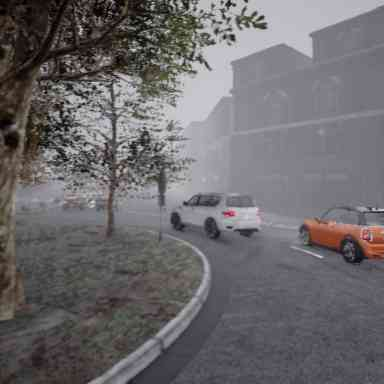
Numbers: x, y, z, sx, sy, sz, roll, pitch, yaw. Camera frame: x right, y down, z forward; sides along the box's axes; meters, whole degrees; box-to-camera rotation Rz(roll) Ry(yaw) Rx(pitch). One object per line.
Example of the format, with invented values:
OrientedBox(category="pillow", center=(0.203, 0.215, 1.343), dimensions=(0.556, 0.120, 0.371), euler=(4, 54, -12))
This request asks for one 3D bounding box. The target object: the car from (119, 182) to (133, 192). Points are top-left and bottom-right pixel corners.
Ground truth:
OrientedBox(category="car", center=(-10.987, -0.968, 56.292), dimensions=(1.882, 1.535, 5.008), euler=(1, 5, -7))

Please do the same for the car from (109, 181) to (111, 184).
OrientedBox(category="car", center=(-13.911, -0.946, 55.466), dimensions=(2.128, 1.511, 4.902), euler=(1, 5, -7))

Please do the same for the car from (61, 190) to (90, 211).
OrientedBox(category="car", center=(-11.173, 0.931, 31.886), dimensions=(1.812, 1.442, 4.674), euler=(0, 3, -12))

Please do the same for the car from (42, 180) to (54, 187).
OrientedBox(category="car", center=(-28.793, -1.720, 61.551), dimensions=(4.792, 1.488, 2.163), euler=(-2, 6, -29))

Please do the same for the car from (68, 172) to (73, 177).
OrientedBox(category="car", center=(-32.648, -3.426, 81.800), dimensions=(4.892, 1.521, 2.231), euler=(-2, 6, -32))

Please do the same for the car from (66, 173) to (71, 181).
OrientedBox(category="car", center=(-32.011, -3.190, 78.923), dimensions=(4.892, 1.521, 2.231), euler=(-2, 6, -32))

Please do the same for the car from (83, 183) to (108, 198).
OrientedBox(category="car", center=(-12.422, -0.078, 41.648), dimensions=(2.150, 2.045, 5.566), euler=(1, 5, -4))

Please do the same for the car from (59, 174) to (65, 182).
OrientedBox(category="car", center=(-30.265, -2.476, 70.269), dimensions=(5.008, 1.535, 2.097), euler=(-2, 6, -30))

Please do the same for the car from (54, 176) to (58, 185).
OrientedBox(category="car", center=(-29.232, -1.993, 64.472), dimensions=(4.892, 1.521, 2.231), euler=(-2, 6, -29))

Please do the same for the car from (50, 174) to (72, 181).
OrientedBox(category="car", center=(-33.312, -3.661, 84.674), dimensions=(4.892, 1.521, 2.231), euler=(-2, 6, -33))

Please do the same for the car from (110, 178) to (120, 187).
OrientedBox(category="car", center=(-15.926, -2.067, 68.935), dimensions=(1.882, 1.535, 5.008), euler=(1, 4, -10))

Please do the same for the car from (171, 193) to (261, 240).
OrientedBox(category="car", center=(0.976, 1.052, 16.458), dimensions=(2.150, 2.045, 5.566), euler=(1, 0, -30))

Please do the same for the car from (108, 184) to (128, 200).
OrientedBox(category="car", center=(-9.491, 0.168, 42.563), dimensions=(2.128, 1.511, 4.902), euler=(1, 5, -5))

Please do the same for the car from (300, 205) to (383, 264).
OrientedBox(category="car", center=(5.588, 1.283, 11.721), dimensions=(2.097, 1.767, 4.553), euler=(0, 1, -6))

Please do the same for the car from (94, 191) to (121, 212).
OrientedBox(category="car", center=(-8.044, 0.977, 31.435), dimensions=(1.837, 1.490, 4.892), euler=(0, 3, -17))
